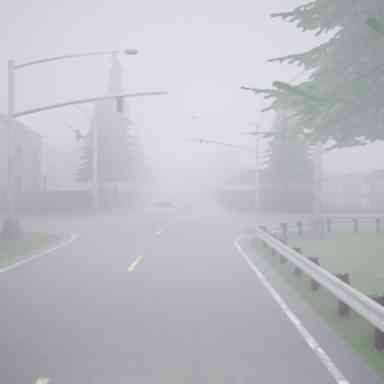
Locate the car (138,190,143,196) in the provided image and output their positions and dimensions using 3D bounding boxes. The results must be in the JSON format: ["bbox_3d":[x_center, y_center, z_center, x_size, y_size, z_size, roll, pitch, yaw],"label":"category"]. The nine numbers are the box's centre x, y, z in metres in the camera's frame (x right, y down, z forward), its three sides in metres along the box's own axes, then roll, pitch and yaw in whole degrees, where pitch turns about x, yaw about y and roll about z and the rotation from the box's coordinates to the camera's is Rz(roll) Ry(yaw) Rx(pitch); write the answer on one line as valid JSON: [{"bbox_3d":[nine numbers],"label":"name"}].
[{"bbox_3d":[-16.532,0.289,93.845,3.866,1.878,1.905,0,0,0],"label":"car"}]

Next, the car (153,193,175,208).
[{"bbox_3d":[-3.480,1.180,41.258,1.812,1.442,4.674,0,0,0],"label":"car"}]

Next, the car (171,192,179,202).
[{"bbox_3d":[-3.387,0.865,58.313,2.097,1.767,4.553,0,0,1],"label":"car"}]
